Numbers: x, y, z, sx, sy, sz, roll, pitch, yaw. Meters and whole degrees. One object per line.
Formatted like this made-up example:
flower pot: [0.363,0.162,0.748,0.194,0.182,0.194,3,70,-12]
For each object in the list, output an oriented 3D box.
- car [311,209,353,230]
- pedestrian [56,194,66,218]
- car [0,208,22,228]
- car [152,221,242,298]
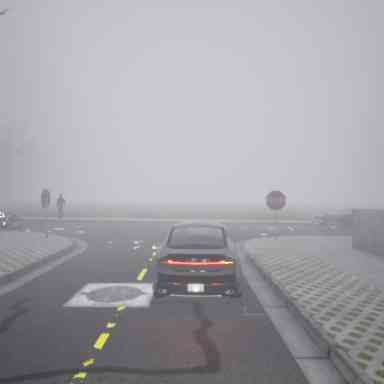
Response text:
car: [10.344,1.755,21.726,4.718,1.301,1.895,1,0,-1]
pedestrian: [-9.685,0.997,24.504,0.375,1.860,0.375,0,-1,0]
car: [-12.078,1.196,18.623,4.553,1.767,2.097,1,0,0]
car: [0.176,1.503,8.500,1.837,1.490,4.892,0,0,3]
